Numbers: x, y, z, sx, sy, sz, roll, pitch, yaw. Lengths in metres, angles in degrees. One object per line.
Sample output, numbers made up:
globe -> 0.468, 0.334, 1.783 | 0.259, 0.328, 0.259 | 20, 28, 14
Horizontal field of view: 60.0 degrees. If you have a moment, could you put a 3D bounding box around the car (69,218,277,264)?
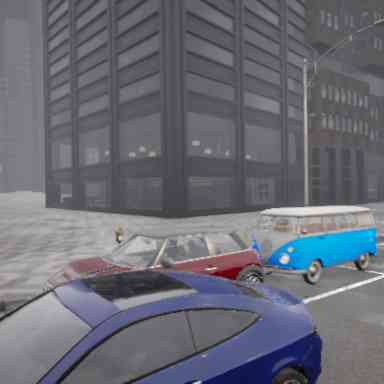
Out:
car -> -0.599, 1.422, 6.235 | 4.097, 1.590, 1.967 | 0, 0, -35

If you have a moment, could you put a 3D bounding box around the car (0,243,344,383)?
car -> -0.751, 1.520, 2.833 | 4.674, 1.442, 1.812 | 0, 0, -36

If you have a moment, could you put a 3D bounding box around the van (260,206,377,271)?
van -> 3.379, 1.293, 9.072 | 3.998, 1.788, 1.690 | 0, 0, -35
